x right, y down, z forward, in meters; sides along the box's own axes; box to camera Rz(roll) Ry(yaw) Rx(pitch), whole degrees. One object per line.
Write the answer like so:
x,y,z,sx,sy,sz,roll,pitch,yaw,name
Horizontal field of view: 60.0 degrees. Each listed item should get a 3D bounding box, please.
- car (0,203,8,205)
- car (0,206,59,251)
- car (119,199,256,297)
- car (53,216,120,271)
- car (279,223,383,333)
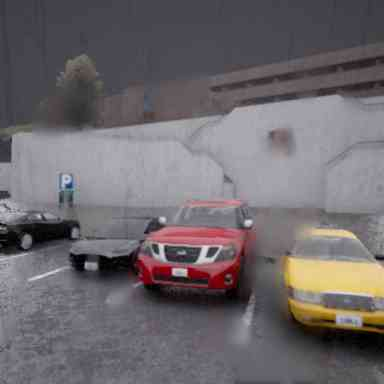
-11.702,1.383,17.868,2.185,1.767,4.553,1,-1,16,car
-6.831,1.505,14.346,2.097,1.535,5.008,0,-1,15,car
0.504,1.238,9.097,2.435,2.045,5.566,1,-1,15,car
-1.944,1.522,10.837,2.163,1.488,4.792,0,-1,15,car
2.900,1.481,7.200,1.946,1.575,5.366,0,-1,16,car
